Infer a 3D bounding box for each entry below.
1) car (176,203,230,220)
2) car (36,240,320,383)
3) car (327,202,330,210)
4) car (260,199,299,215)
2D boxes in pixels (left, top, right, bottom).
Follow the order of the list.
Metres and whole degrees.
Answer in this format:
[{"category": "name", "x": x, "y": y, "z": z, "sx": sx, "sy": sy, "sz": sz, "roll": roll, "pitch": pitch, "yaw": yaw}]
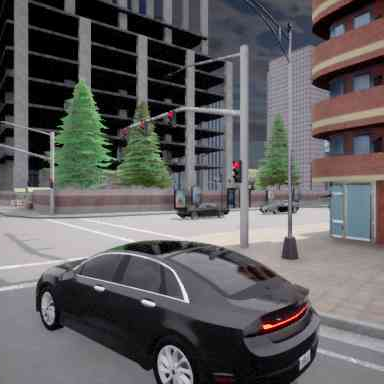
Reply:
[{"category": "car", "x": 0.964, "y": 1.656, "z": 29.152, "sx": 4.718, "sy": 1.301, "sz": 1.895, "roll": 0, "pitch": 0, "yaw": -35}, {"category": "car", "x": -0.634, "y": 1.505, "z": 5.094, "sx": 4.892, "sy": 1.490, "sz": 1.837, "roll": 0, "pitch": 0, "yaw": 41}, {"category": "car", "x": 19.221, "y": 1.407, "z": 42.093, "sx": 4.553, "sy": 1.767, "sz": 2.097, "roll": 0, "pitch": 0, "yaw": -33}, {"category": "car", "x": 9.251, "y": 1.547, "z": 35.053, "sx": 4.902, "sy": 1.511, "sz": 2.128, "roll": 0, "pitch": 0, "yaw": -35}]
